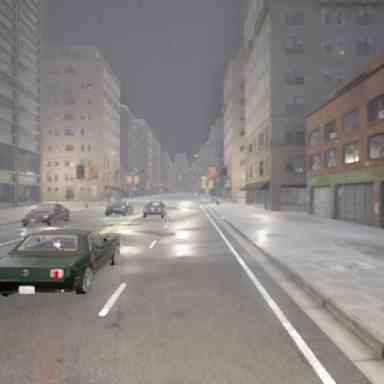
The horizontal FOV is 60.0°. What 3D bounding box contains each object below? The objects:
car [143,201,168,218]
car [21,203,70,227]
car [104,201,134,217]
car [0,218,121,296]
[{"bbox_3d":[-3.272,1.519,30.041,2.033,1.411,5.357,0,0,0],"label":"car"},{"bbox_3d":[-9.935,1.516,23.054,1.812,1.442,4.674,0,0,0],"label":"car"},{"bbox_3d":[-6.691,1.522,31.172,2.033,1.411,5.357,0,0,0],"label":"car"},{"bbox_3d":[-3.181,1.598,8.624,1.895,1.301,4.718,0,0,0],"label":"car"}]
